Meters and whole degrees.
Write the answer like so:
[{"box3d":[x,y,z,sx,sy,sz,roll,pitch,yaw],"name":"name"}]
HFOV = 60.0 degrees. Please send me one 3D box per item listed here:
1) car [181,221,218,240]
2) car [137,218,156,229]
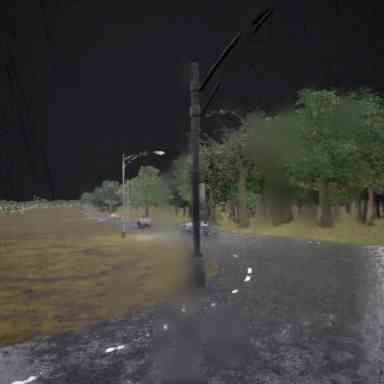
[{"box3d":[0.456,2.995,26.242,1.812,1.442,4.674,0,-4,-19],"name":"car"},{"box3d":[-6.188,4.230,45.307,1.882,1.535,5.008,0,-4,-19],"name":"car"}]
